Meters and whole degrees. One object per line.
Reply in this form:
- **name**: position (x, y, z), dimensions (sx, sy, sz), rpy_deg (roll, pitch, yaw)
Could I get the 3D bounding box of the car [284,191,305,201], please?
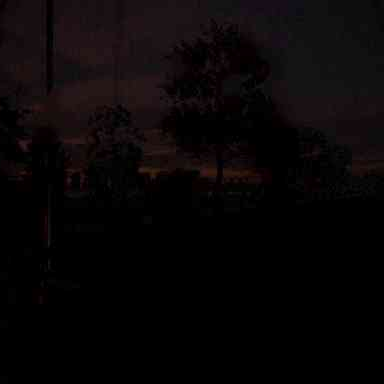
- **car**: position (15.209, 0.541, 49.213), dimensions (1.882, 1.535, 5.008), rpy_deg (0, 1, 36)
